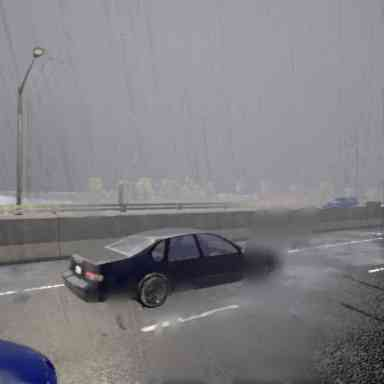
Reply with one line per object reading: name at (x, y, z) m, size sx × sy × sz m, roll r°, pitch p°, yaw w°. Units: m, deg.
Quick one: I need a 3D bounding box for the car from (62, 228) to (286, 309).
car at (-0.155, 1.578, 7.927) m, size 5.357 × 1.411 × 2.033 m, roll 1°, pitch 0°, yaw -35°

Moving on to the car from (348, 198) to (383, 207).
car at (21.456, 1.847, 40.187) m, size 4.892 × 1.490 × 1.837 m, roll 1°, pitch 0°, yaw -34°

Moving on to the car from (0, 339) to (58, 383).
car at (-3.081, 1.509, 1.546) m, size 4.674 × 1.442 × 1.812 m, roll 1°, pitch 0°, yaw -36°

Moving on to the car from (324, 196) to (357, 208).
car at (19.441, 1.562, 43.050) m, size 5.566 × 2.045 × 2.150 m, roll 1°, pitch 0°, yaw -34°
